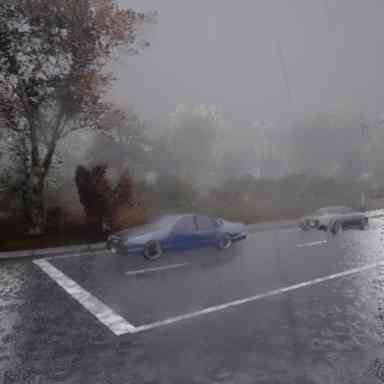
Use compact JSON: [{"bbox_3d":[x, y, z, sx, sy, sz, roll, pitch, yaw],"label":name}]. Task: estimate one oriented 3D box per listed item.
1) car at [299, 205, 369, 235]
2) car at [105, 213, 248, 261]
[{"bbox_3d":[7.753,1.439,18.100,4.181,1.385,1.994,-1,0,-35],"label":"car"},{"bbox_3d":[-0.366,1.497,12.336,5.357,1.411,2.033,-1,0,-35],"label":"car"}]
